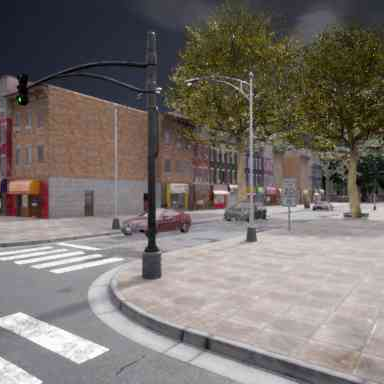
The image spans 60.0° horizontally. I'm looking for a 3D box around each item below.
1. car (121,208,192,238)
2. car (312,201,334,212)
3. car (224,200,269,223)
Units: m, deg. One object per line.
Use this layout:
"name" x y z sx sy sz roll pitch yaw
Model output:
"car" -1.816 1.617 18.421 1.812 1.442 4.674 0 -1 35
"car" 17.925 1.934 45.471 1.994 1.385 4.181 0 -1 36
"car" 4.478 1.522 27.094 2.097 1.767 4.553 0 -1 36
